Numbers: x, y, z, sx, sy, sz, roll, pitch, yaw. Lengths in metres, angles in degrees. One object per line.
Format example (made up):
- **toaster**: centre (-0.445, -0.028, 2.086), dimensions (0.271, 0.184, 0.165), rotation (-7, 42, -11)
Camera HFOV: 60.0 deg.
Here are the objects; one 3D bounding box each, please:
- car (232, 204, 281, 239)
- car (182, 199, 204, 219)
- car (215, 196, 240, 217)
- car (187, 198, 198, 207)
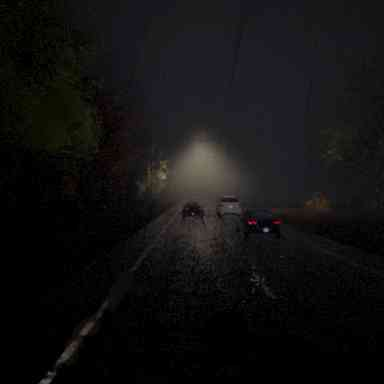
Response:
- **car**: centre (3.511, 1.622, 18.021), dimensions (1.812, 1.442, 4.674), rotation (0, 0, 0)
- **car**: centre (0.103, 1.656, 30.682), dimensions (2.128, 1.511, 4.902), rotation (0, 0, 0)
- **car**: centre (3.560, 1.399, 33.096), dimensions (2.150, 2.045, 5.566), rotation (0, 0, 1)
- **car**: centre (0.111, 1.866, 60.058), dimensions (1.994, 1.385, 4.181), rotation (0, 0, 0)
